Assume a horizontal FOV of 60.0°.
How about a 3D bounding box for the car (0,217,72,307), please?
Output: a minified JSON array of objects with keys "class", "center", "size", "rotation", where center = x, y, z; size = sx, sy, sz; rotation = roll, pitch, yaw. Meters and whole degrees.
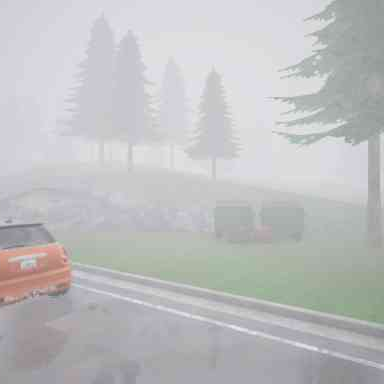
[{"class":"car","center":[-4.749,1.352,7.380],"size":[4.553,1.767,2.097],"rotation":[0,0,36]}]
